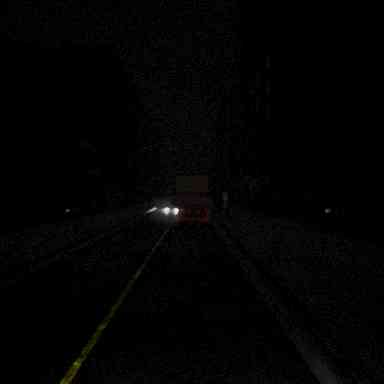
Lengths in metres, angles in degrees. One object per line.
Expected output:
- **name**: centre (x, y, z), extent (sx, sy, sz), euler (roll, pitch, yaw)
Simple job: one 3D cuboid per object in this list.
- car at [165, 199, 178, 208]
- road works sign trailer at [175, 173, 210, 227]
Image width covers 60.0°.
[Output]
- **car**: centre (-3.064, 1.716, 51.576), extent (1.895, 1.301, 4.718), euler (0, 0, 0)
- **road works sign trailer**: centre (0.003, 0.508, 22.867), extent (2.380, 3.560, 2.880), euler (0, 0, 0)
